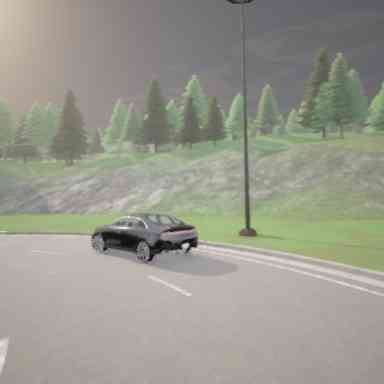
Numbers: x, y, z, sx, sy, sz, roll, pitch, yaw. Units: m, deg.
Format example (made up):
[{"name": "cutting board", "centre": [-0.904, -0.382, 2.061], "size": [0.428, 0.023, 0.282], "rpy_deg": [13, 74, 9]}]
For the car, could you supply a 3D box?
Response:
[{"name": "car", "centre": [-1.898, 1.532, 12.232], "size": [2.128, 1.511, 4.902], "rpy_deg": [-1, 0, -44]}]
